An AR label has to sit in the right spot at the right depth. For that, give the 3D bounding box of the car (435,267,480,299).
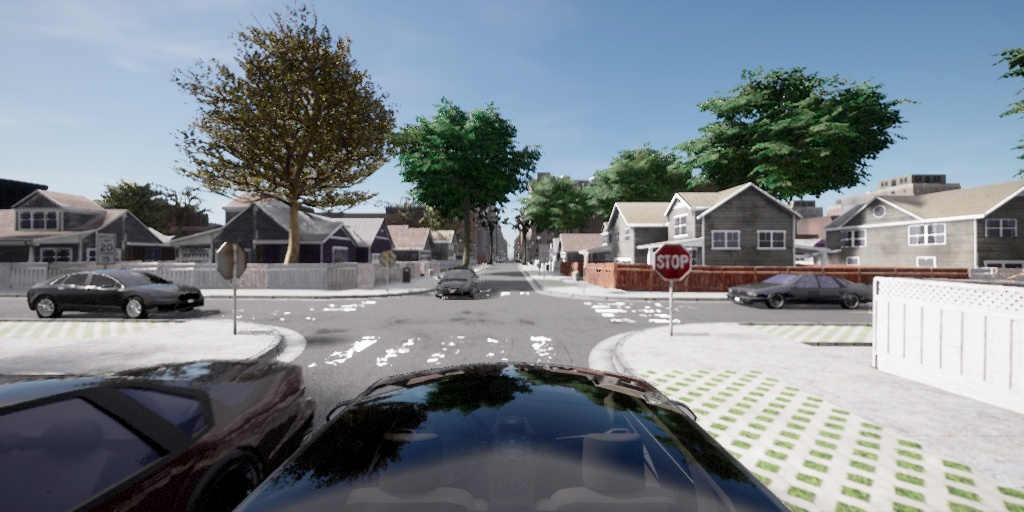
[{"bbox_3d":[-2.768,1.388,19.006,1.837,1.490,4.892,0,0,0],"label":"car"}]

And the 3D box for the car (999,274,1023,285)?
[{"bbox_3d":[22.582,1.433,15.120,5.008,1.535,1.882,0,0,0],"label":"car"}]

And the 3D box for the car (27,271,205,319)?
[{"bbox_3d":[-13.171,1.246,12.076,4.892,1.490,1.837,0,0,2],"label":"car"}]

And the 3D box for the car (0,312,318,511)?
[{"bbox_3d":[-2.751,1.294,1.026,2.033,1.411,5.357,0,0,0],"label":"car"}]

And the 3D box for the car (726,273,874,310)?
[{"bbox_3d":[12.154,1.440,15.110,5.357,1.411,2.033,0,0,0],"label":"car"}]
